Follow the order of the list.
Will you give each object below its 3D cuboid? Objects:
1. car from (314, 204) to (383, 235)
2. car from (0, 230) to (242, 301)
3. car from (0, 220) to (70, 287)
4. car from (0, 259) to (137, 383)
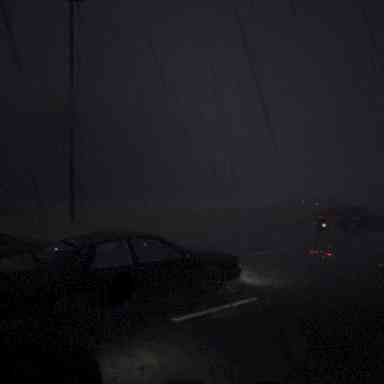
[{"bbox_3d":[8.815,1.465,18.619,4.892,1.490,1.837,0,0,-35],"label":"car"},{"bbox_3d":[-1.440,1.541,7.017,5.357,1.411,2.033,0,0,-35],"label":"car"},{"bbox_3d":[-5.507,1.564,8.415,4.181,1.385,1.994,0,0,-35],"label":"car"},{"bbox_3d":[-2.812,1.529,1.740,4.674,1.442,1.812,0,0,-35],"label":"car"}]
